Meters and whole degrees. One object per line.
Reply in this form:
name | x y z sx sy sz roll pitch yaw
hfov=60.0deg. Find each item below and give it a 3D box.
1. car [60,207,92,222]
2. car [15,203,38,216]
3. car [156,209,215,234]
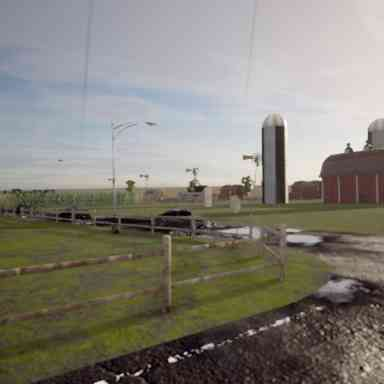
car | -12.118 2.298 34.660 1.994 1.385 4.181 -1 0 -43
car | -23.841 2.507 47.843 2.097 1.767 4.553 -1 0 -41
car | -0.591 1.916 22.629 1.812 1.442 4.674 -1 0 -45
